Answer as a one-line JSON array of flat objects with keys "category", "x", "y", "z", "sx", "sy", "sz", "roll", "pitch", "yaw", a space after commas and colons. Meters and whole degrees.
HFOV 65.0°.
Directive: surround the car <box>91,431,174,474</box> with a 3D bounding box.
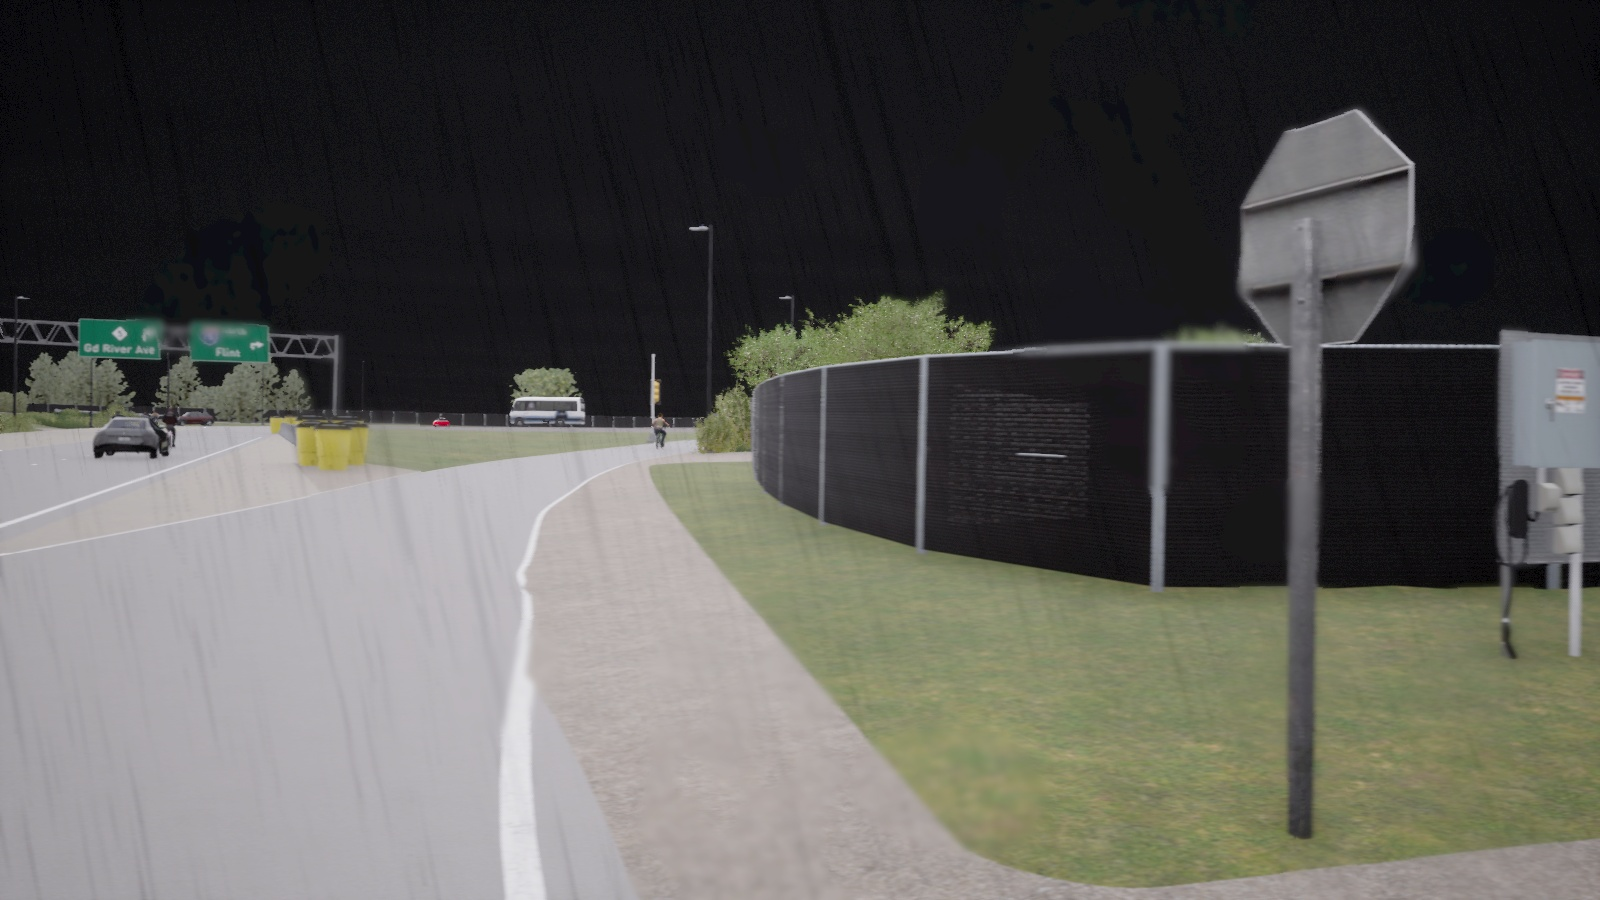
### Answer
[{"category": "car", "x": -22.916, "y": 0.051, "z": 43.243, "sx": 1.994, "sy": 1.385, "sz": 4.181, "roll": -1, "pitch": 1, "yaw": -21}]
